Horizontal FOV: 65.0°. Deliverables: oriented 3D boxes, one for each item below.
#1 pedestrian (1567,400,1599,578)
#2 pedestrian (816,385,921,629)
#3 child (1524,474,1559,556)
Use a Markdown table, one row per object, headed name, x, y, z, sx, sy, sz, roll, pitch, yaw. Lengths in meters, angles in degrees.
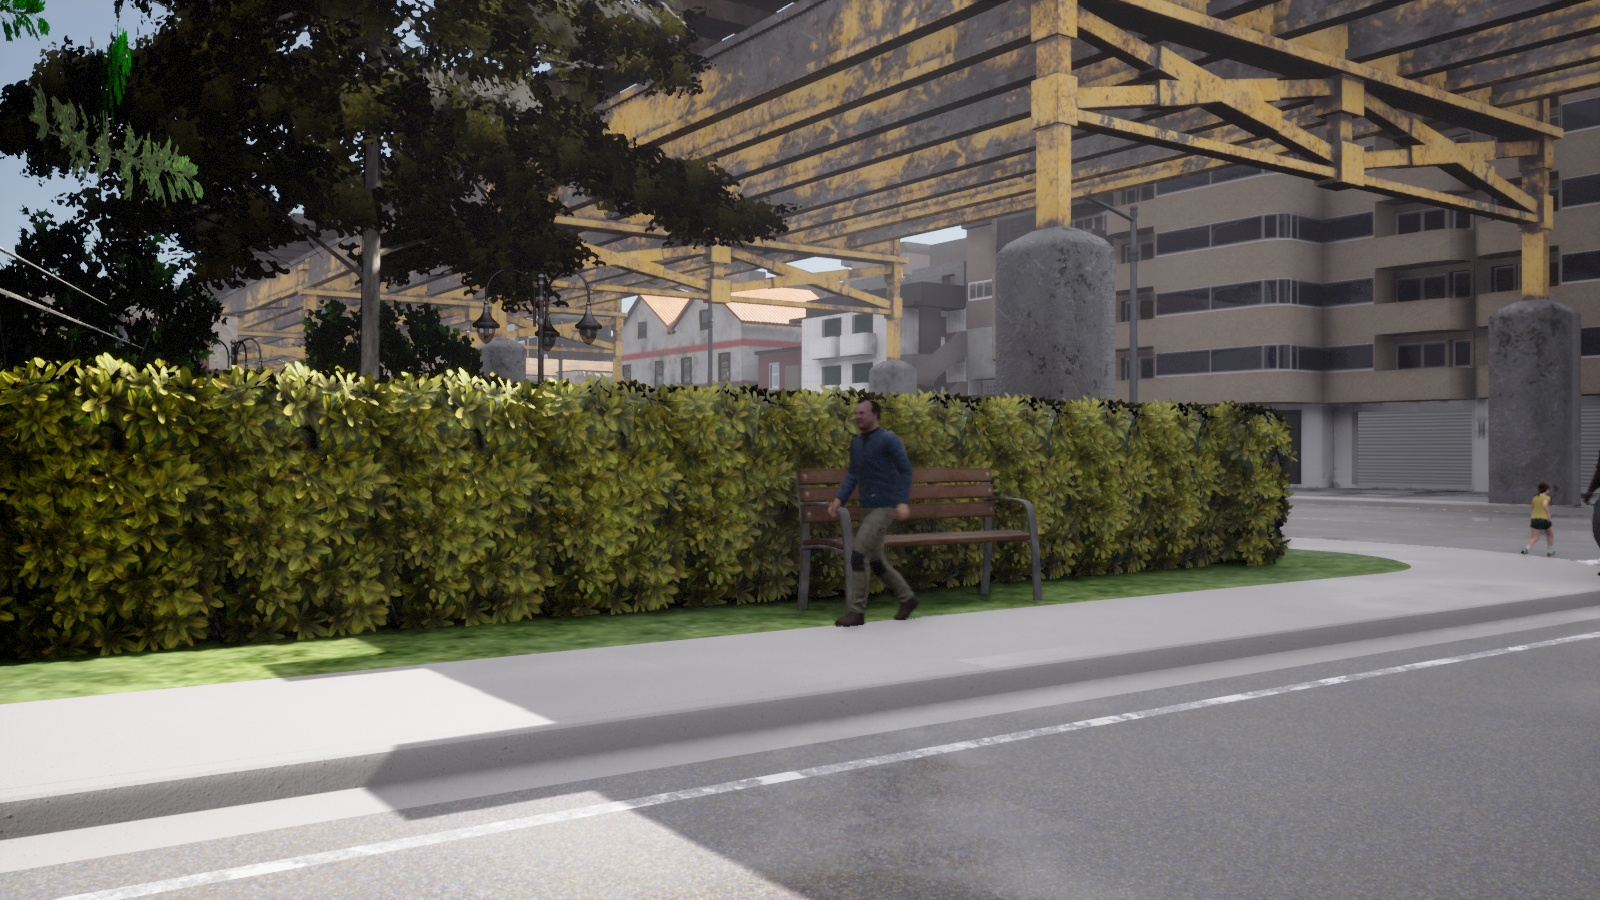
| name | x | y | z | sx | sy | sz | roll | pitch | yaw |
| --- | --- | --- | --- | --- | --- | --- | --- | --- | --- |
| pedestrian | 8.873 | 0.414 | 13.574 | 0.849 | 1.883 | 0.563 | 0 | 0 | -15 |
| pedestrian | 0.539 | 0.432 | 9.865 | 0.726 | 1.842 | 0.402 | 0 | 0 | -33 |
| child | 10.280 | 0.893 | 17.408 | 0.394 | 1.110 | 0.255 | 0 | 0 | -28 |
